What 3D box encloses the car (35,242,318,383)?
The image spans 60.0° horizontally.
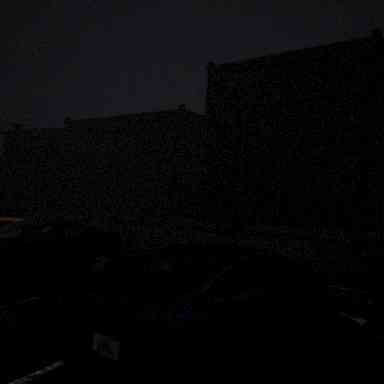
[{"bbox_3d":[0.544,1.499,5.047,2.163,1.488,4.792,0,0,36],"label":"car"}]

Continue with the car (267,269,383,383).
[{"bbox_3d":[2.808,1.483,3.402,2.231,1.521,4.892,0,0,36],"label":"car"}]

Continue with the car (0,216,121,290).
[{"bbox_3d":[-4.034,1.449,8.284,2.097,1.535,5.008,0,0,36],"label":"car"}]
